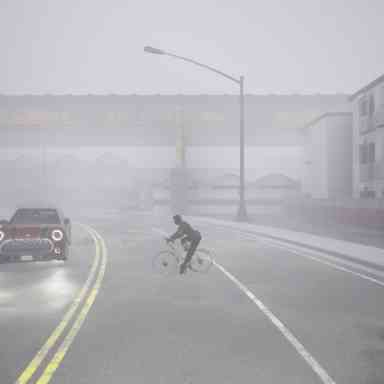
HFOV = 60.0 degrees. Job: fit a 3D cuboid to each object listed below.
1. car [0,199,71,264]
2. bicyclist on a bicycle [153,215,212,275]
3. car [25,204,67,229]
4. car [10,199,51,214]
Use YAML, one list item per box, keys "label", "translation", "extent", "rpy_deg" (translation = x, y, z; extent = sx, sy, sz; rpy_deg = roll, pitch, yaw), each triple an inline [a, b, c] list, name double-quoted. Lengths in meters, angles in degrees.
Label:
- label: "car"
  translation: [-5.454, 1.309, 11.762]
  extent: [2.097, 1.767, 4.553]
  rpy_deg: [0, 0, -18]
- label: "bicyclist on a bicycle"
  translation: [-0.245, 1.444, 9.035]
  extent: [1.656, 1.620, 0.582]
  rpy_deg: [0, 0, -11]
- label: "car"
  translation: [-9.669, 1.510, 21.854]
  extent: [1.895, 1.301, 4.718]
  rpy_deg: [1, 0, -31]
- label: "car"
  translation: [-17.837, 1.573, 36.677]
  extent: [4.902, 1.511, 2.128]
  rpy_deg: [-1, -2, 39]
